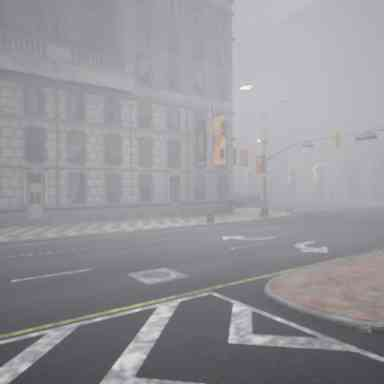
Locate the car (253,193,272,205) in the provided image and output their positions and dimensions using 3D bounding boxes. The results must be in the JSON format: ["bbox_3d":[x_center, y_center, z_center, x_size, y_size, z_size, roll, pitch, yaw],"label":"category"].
[{"bbox_3d":[8.878,0.897,46.360,2.097,1.767,4.553,-1,1,-35],"label":"car"}]

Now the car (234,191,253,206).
[{"bbox_3d":[5.207,0.812,45.460,2.150,2.045,5.566,-1,1,-36],"label":"car"}]
